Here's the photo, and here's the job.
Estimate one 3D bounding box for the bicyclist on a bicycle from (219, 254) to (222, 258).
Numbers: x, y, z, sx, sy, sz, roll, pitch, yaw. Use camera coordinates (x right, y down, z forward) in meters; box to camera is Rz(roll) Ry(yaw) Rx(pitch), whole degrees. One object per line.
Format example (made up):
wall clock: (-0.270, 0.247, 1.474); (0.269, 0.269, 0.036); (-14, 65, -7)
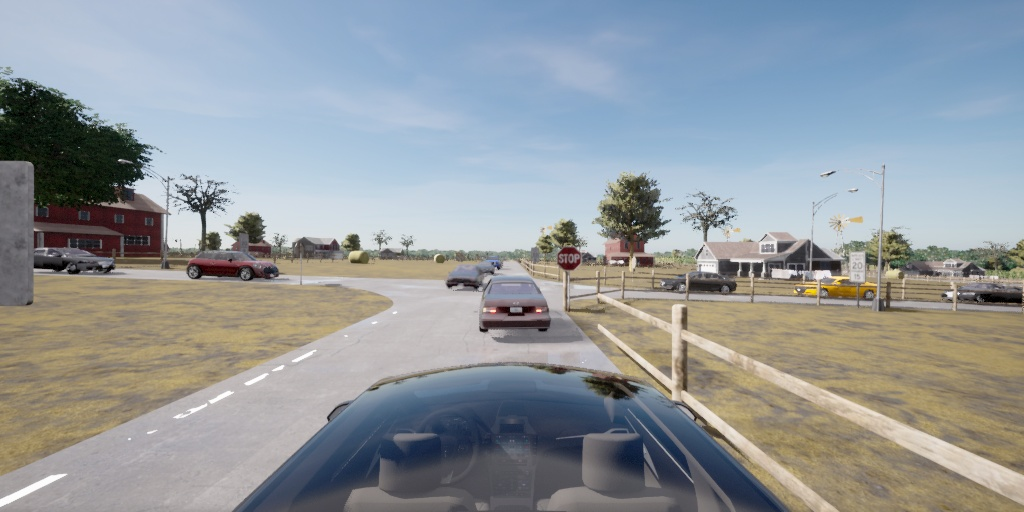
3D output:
bicyclist on a bicycle: (-22.612, 0.407, 27.619); (0.582, 1.620, 1.656); (2, 0, 0)

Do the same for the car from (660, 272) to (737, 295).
car: (12.708, 1.805, 24.570); (4.892, 1.490, 1.837); (2, 0, -2)

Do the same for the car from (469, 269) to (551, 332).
car: (-0.032, 1.299, 10.844); (2.033, 1.411, 5.357); (0, 0, -3)

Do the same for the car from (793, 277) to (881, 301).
car: (22.222, 2.156, 24.628); (5.008, 1.535, 1.882); (2, 0, 0)

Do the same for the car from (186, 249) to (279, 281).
car: (-16.693, 0.513, 21.639); (4.553, 1.767, 2.097); (2, 0, 0)

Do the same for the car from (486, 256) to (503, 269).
car: (-2.814, 0.997, 51.639); (2.150, 2.045, 5.566); (0, 0, 0)

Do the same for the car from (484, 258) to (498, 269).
car: (-2.843, 1.291, 38.369); (1.812, 1.442, 4.674); (0, 0, 0)

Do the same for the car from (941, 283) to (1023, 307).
car: (32.612, 2.594, 24.632); (4.902, 1.511, 2.128); (2, 0, 0)

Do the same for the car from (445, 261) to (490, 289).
car: (-2.782, 1.239, 22.346); (2.033, 1.411, 5.357); (2, 0, 0)

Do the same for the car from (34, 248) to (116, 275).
car: (-26.947, 0.272, 21.627); (4.902, 1.511, 2.128); (2, 0, 0)
